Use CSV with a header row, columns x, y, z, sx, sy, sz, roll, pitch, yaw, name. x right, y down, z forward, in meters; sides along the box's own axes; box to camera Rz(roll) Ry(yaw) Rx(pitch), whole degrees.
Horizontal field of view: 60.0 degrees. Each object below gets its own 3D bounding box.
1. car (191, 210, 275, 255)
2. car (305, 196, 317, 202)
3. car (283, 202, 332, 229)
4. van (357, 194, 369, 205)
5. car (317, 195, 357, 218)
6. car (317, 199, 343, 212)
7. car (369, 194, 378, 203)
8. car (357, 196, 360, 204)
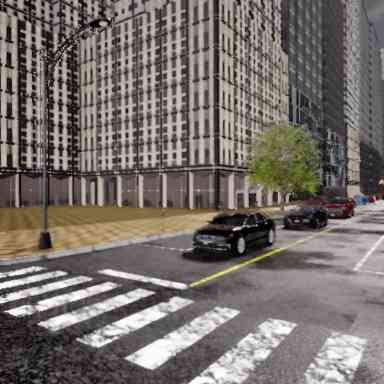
x,y,z,sx,sy,sz,roll,pitch,yaw,name
1.851,1.525,13.604,1.837,1.490,4.892,0,0,35,car
13.066,1.330,34.436,2.192,1.841,5.009,-1,0,35,car
7.460,1.581,21.723,1.994,1.385,4.181,0,0,35,car
29.236,1.306,57.890,1.690,1.788,3.998,0,0,35,van
13.128,1.361,29.930,2.097,1.767,4.553,0,0,34,car
16.301,1.573,39.125,1.947,1.339,4.313,0,0,35,car
35.704,1.483,67.269,1.887,1.381,4.507,0,0,35,car
22.769,1.570,48.506,1.802,1.307,4.206,0,0,35,car
